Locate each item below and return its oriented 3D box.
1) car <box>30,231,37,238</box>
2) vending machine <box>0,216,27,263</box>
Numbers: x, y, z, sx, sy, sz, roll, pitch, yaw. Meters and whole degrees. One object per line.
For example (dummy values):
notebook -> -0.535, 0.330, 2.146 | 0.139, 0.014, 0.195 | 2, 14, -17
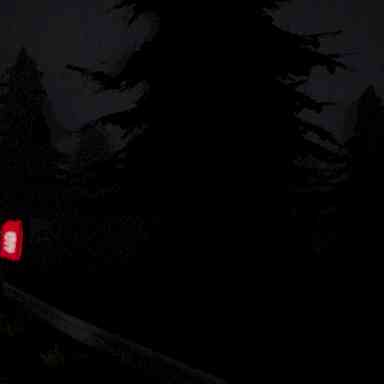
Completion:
car -> -18.769, 5.326, 39.188 | 1.837, 1.490, 4.892 | -1, -6, -16
vending machine -> -8.541, 2.253, 15.775 | 1.100, 2.100, 0.880 | 5, -3, -23
